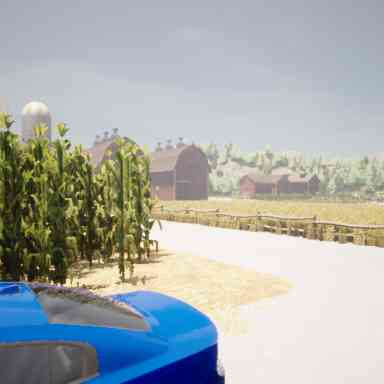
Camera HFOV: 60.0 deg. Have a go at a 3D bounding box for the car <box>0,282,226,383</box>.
[{"bbox_3d":[-2.049,1.477,2.042,5.008,1.535,1.882,0,0,-36],"label":"car"}]
